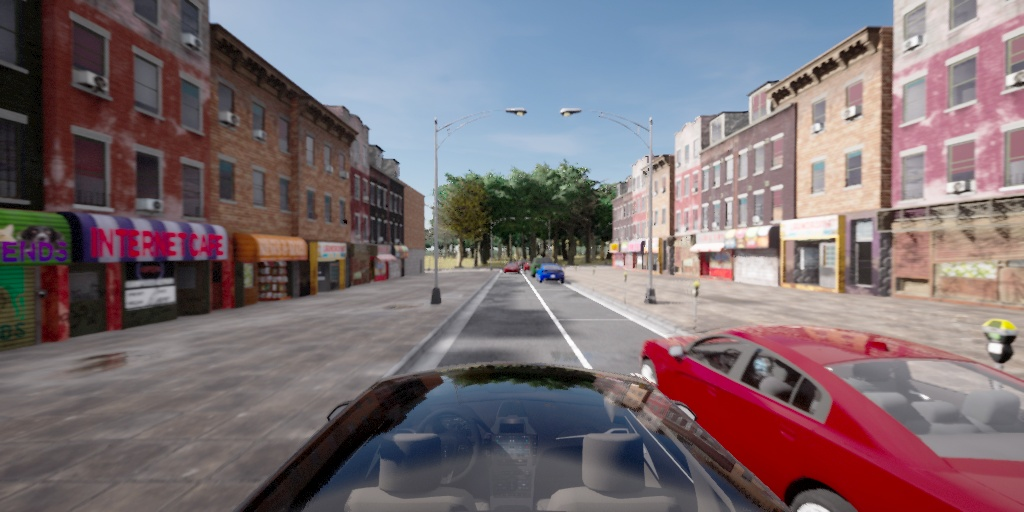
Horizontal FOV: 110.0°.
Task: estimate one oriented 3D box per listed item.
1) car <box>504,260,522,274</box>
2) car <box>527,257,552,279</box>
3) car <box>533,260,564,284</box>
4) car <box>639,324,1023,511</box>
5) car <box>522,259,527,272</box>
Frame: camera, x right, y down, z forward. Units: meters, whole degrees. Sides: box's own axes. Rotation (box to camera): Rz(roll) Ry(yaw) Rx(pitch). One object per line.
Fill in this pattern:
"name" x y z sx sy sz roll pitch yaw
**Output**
"car" -0.003 1.549 46.554 1.994 1.385 4.181 0 0 0
"car" 2.975 1.145 35.814 2.150 2.045 5.566 0 0 0
"car" 3.010 1.355 28.781 1.882 1.535 5.008 0 0 0
"car" 2.636 1.301 3.298 1.888 1.381 4.507 0 0 0
"car" 2.627 1.558 51.955 1.888 1.381 4.507 0 0 0
